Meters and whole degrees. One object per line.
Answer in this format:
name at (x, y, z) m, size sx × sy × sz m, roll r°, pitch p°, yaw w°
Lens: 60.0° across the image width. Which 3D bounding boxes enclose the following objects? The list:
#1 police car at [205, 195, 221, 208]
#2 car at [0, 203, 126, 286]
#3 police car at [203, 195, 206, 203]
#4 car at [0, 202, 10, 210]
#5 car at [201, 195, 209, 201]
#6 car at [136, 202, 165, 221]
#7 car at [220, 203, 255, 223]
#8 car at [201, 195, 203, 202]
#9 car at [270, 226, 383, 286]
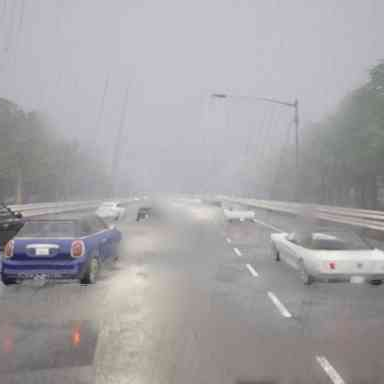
police car at (3.496, 1.590, 51.711) m, size 1.930 × 1.638 × 5.238 m, roll 0°, pitch 0°, yaw 0°
car at (-3.403, 1.380, 9.687) m, size 2.097 × 1.767 × 4.553 m, roll 0°, pitch 0°, yaw 0°
police car at (3.515, 1.634, 62.697) m, size 1.930 × 1.638 × 5.238 m, roll 0°, pitch 0°, yaw 0°
car at (-6.903, 1.251, 10.405) m, size 2.150 × 2.045 × 5.566 m, roll 0°, pitch 0°, yaw 0°
car at (3.638, 1.693, 95.534) m, size 2.097 × 1.767 × 4.553 m, roll 0°, pitch 0°, yaw 0°
car at (-3.407, 1.585, 27.637) m, size 1.837 × 1.490 × 4.892 m, roll 0°, pitch 0°, yaw 0°
car at (3.594, 1.676, 26.028) m, size 1.895 × 1.301 × 4.718 m, roll 0°, pitch 0°, yaw 0°
car at (3.547, 1.757, 73.574) m, size 1.837 × 1.490 × 4.892 m, roll 0°, pitch 0°, yaw 0°
car at (3.596, 1.628, 9.439) m, size 1.895 × 1.301 × 4.718 m, roll 0°, pitch 0°, yaw 0°
